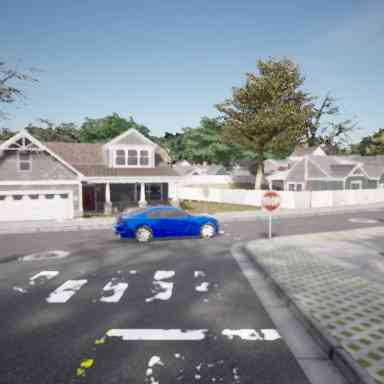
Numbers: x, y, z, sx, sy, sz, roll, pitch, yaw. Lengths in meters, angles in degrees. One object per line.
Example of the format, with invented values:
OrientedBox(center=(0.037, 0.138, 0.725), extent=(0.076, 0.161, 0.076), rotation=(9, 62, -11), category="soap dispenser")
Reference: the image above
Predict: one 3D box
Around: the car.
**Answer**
OrientedBox(center=(-1.146, 1.400, 15.454), extent=(5.008, 1.535, 1.882), rotation=(0, 0, -24), category="car")
